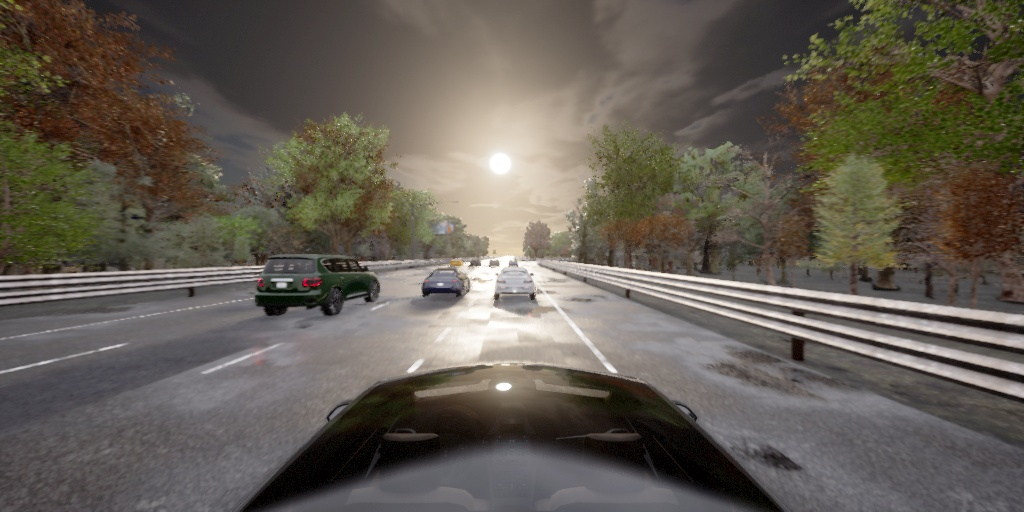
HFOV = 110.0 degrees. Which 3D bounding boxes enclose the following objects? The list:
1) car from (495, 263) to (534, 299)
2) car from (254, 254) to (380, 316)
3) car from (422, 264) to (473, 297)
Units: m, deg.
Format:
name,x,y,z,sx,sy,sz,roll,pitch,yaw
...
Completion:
name,x,y,z,sx,sy,sz,roll,pitch,yaw
car,0.122,1.276,17.907,1.812,1.442,4.674,0,0,0
car,-6.889,0.969,13.413,2.150,2.045,5.566,0,0,0
car,-3.375,1.314,18.952,1.994,1.385,4.181,0,0,0
